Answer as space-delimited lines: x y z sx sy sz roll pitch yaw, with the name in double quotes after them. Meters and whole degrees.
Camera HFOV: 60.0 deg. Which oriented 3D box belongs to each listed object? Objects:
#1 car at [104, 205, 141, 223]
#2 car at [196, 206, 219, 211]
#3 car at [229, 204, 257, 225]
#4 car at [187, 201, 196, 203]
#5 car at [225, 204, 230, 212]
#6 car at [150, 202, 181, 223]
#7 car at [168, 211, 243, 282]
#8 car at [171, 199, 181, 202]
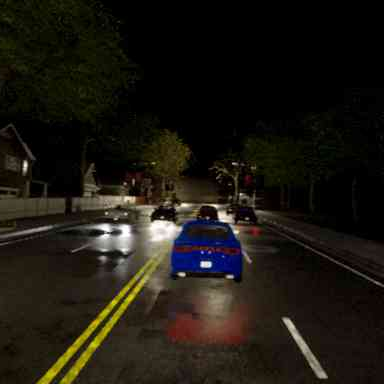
-5.467 1.689 26.524 1.895 1.301 4.718 2 -1 3 "car"
1.333 1.882 28.448 1.812 1.442 4.674 2 -1 3 "car"
4.616 2.013 29.423 1.812 1.442 4.674 2 -1 3 "car"
-0.095 1.986 68.067 2.033 1.411 5.357 2 -1 3 "car"
5.112 2.194 40.986 2.033 1.411 5.357 2 -1 3 "car"
-2.173 1.781 27.339 1.994 1.385 4.181 2 -1 3 "car"
0.462 1.605 10.388 1.882 1.535 5.008 2 -1 3 "car"
-3.335 2.168 68.517 1.837 1.490 4.892 2 -1 3 "car"
